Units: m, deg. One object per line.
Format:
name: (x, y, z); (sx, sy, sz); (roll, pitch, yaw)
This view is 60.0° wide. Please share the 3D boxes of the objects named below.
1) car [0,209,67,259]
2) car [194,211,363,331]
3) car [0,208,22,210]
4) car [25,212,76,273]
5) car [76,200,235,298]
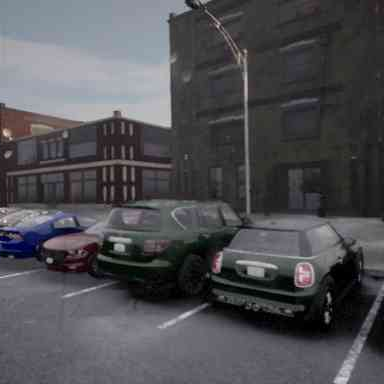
car: (-4.420, 1.481, 12.103); (2.097, 1.535, 5.008); (0, 0, 36)
car: (2.294, 1.350, 7.280); (2.185, 1.767, 4.553); (0, 0, 36)
car: (-6.658, 1.491, 13.713); (2.231, 1.521, 4.892); (0, 0, 36)
car: (-2.171, 1.475, 10.510); (2.097, 1.535, 5.008); (0, 0, 36)
car: (0.087, 1.223, 8.930); (2.435, 2.045, 5.566); (0, 0, 36)
